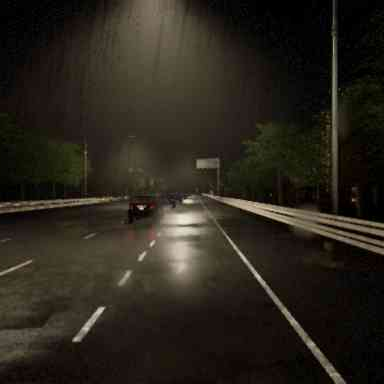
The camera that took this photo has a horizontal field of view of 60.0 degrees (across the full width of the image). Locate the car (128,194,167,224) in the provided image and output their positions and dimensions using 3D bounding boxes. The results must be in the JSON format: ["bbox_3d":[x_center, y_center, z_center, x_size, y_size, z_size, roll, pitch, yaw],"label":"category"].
[{"bbox_3d":[-3.459,1.240,25.454,2.150,2.045,5.566,0,0,0],"label":"car"}]

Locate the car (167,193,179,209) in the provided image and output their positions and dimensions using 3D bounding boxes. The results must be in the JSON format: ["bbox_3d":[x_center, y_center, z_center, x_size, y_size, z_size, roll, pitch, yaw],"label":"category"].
[{"bbox_3d":[-3.369,1.258,47.050,2.150,2.045,5.566,0,0,0],"label":"car"}]

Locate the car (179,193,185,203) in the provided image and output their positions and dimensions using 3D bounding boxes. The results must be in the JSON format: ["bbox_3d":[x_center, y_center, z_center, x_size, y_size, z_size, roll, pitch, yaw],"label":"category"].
[{"bbox_3d":[-3.214,1.273,70.224,2.150,2.045,5.566,0,0,0],"label":"car"}]
